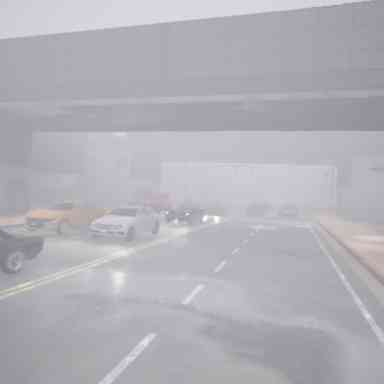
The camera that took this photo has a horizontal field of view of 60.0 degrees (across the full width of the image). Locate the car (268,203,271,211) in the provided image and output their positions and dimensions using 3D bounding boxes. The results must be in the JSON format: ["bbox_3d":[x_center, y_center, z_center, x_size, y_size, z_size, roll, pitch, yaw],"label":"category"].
[{"bbox_3d":[10.315,1.987,48.420,1.837,1.490,4.892,3,1,16],"label":"car"}]

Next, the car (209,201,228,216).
[{"bbox_3d":[2.439,1.669,34.304,1.994,1.385,4.181,3,0,17],"label":"car"}]

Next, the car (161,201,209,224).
[{"bbox_3d":[-0.411,1.571,24.697,1.895,1.301,4.718,3,0,16],"label":"car"}]

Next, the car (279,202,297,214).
[{"bbox_3d":[13.495,2.182,46.449,2.033,1.411,5.357,3,0,20],"label":"car"}]

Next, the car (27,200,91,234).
[{"bbox_3d":[-6.278,1.167,17.110,1.882,1.535,5.008,3,0,16],"label":"car"}]

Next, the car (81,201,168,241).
[{"bbox_3d":[-2.978,1.375,15.948,1.812,1.442,4.674,3,0,16],"label":"car"}]

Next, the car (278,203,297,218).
[{"bbox_3d":[10.567,2.061,36.694,1.994,1.385,4.181,3,0,16],"label":"car"}]

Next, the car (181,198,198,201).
[{"bbox_3d":[-0.342,1.460,37.175,2.128,1.511,4.902,3,0,17],"label":"car"}]

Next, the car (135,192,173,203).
[{"bbox_3d":[-3.250,1.054,27.360,2.150,2.045,5.566,3,0,17],"label":"car"}]

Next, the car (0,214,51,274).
[{"bbox_3d":[-5.559,1.329,7.167,1.895,1.301,4.718,3,0,16],"label":"car"}]

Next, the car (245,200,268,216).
[{"bbox_3d":[7.322,1.865,38.045,1.812,1.442,4.674,3,0,17],"label":"car"}]
